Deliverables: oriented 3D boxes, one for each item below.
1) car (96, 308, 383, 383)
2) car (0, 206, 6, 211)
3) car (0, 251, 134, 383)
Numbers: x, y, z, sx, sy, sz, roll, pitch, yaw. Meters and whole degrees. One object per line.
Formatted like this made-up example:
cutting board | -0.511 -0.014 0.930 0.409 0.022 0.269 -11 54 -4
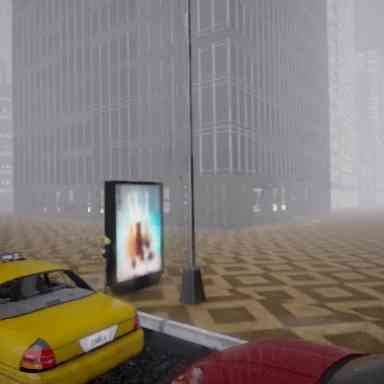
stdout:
car | 1.779 1.539 1.615 4.507 1.381 1.887 -1 -1 35
car | -34.101 2.580 56.137 1.752 1.417 4.829 -2 -2 35
car | -2.885 1.574 4.942 4.829 1.417 1.752 -1 -1 35
